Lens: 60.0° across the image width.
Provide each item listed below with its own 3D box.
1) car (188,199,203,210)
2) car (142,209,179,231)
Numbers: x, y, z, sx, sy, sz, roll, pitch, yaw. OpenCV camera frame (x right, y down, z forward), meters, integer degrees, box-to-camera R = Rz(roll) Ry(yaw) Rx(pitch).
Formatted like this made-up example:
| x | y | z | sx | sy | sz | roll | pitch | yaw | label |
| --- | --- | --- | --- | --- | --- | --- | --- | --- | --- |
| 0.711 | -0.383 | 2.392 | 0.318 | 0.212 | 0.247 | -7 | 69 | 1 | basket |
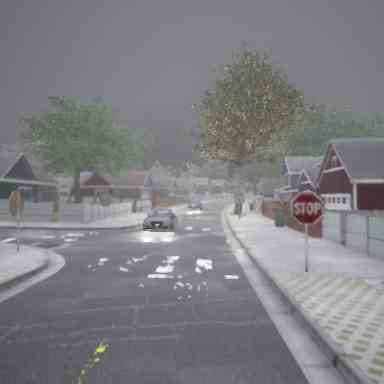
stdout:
| x | y | z | sx | sy | sz | roll | pitch | yaw | label |
| --- | --- | --- | --- | --- | --- | --- | --- | --- | --- |
| 0.531 | 1.868 | 49.934 | 2.128 | 1.511 | 4.902 | 0 | 0 | 7 | car |
| -2.012 | 1.834 | 22.168 | 1.994 | 1.385 | 4.181 | 0 | -1 | 3 | car |
